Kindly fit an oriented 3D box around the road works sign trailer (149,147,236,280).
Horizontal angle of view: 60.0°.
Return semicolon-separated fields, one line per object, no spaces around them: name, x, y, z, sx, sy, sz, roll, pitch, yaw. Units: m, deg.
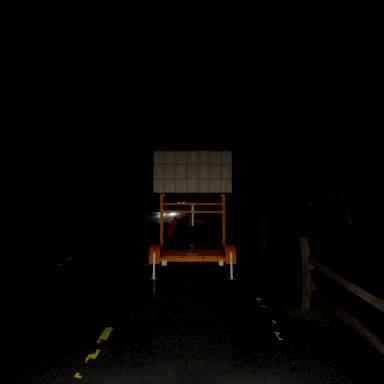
road works sign trailer;0.022;0.463;9.917;2.380;3.560;2.880;0;0;0

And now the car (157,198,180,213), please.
car;-2.764;1.586;37.740;1.994;1.385;4.181;0;0;0

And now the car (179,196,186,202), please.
car;-2.565;1.802;82.426;2.033;1.411;5.357;0;0;0
